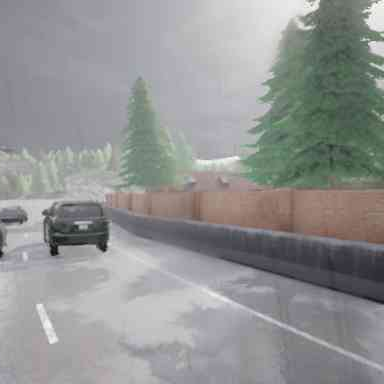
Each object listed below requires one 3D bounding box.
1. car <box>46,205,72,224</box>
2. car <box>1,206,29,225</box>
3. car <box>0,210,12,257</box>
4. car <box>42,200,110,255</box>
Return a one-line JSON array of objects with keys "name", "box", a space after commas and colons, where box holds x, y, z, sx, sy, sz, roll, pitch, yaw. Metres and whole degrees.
[{"name": "car", "box": [-11.527, 1.865, 28.901, 1.994, 1.385, 4.181, 0, -1, -21]}, {"name": "car", "box": [-14.636, 1.846, 27.234, 1.994, 1.385, 4.181, 0, -1, -21]}, {"name": "car", "box": [-8.344, 1.638, 13.078, 1.837, 1.490, 4.892, 0, -2, -26]}, {"name": "car", "box": [-5.135, 1.375, 14.447, 2.150, 2.045, 5.566, 0, 0, -27]}]
